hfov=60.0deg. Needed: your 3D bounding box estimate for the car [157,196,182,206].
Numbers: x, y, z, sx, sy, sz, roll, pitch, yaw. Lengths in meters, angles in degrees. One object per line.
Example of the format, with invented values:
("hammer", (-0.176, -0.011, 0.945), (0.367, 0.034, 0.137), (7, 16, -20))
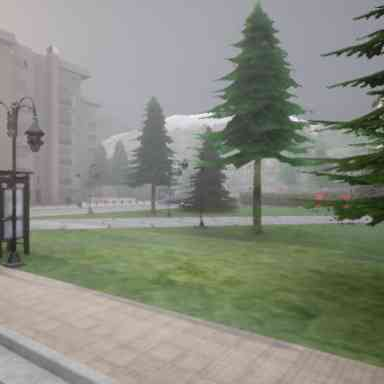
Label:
("car", (-3.679, 1.428, 54.977), (2.128, 1.511, 4.902), (0, 0, 37))
